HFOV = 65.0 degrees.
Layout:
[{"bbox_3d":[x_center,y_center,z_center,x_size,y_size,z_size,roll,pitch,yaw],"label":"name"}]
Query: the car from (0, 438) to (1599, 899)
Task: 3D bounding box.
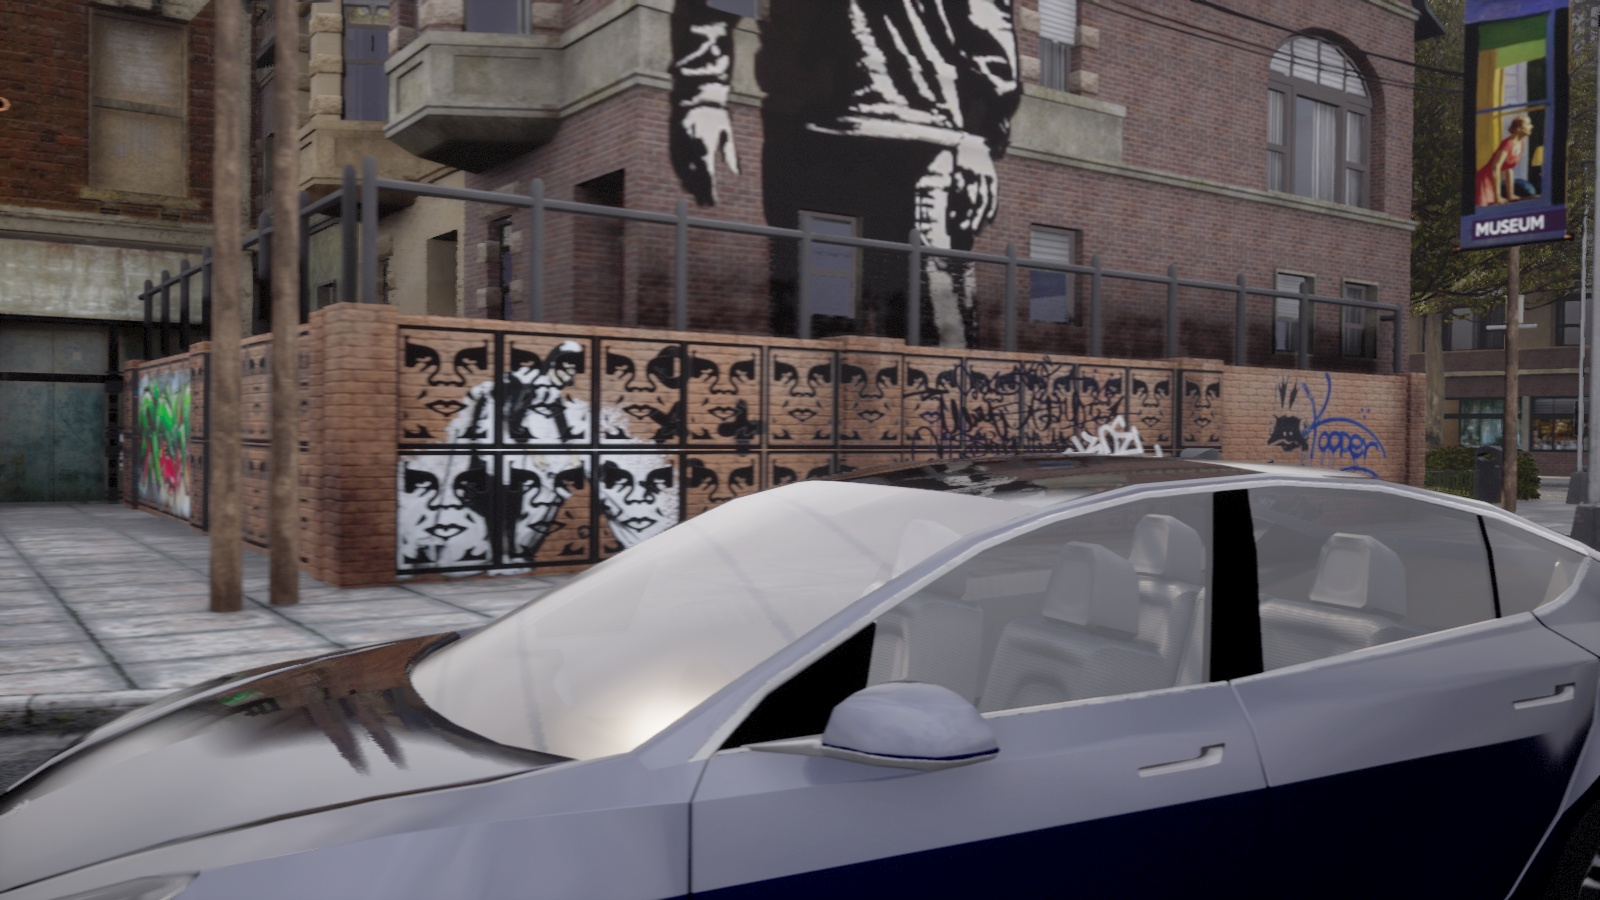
[{"bbox_3d":[0.439,0.741,3.392,4.792,1.488,2.163,-1,1,-24],"label":"car"}]
